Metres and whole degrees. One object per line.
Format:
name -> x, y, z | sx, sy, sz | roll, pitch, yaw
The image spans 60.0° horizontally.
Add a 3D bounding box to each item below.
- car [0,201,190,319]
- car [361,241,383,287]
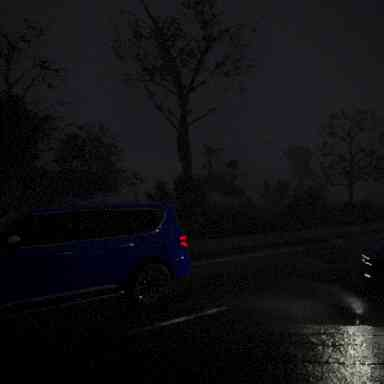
car -> -2.642, 1.217, 6.385 | 5.566, 2.045, 2.150 | 0, 0, -35
car -> 6.181, 1.478, 8.294 | 5.008, 1.535, 1.882 | 0, 0, -35
